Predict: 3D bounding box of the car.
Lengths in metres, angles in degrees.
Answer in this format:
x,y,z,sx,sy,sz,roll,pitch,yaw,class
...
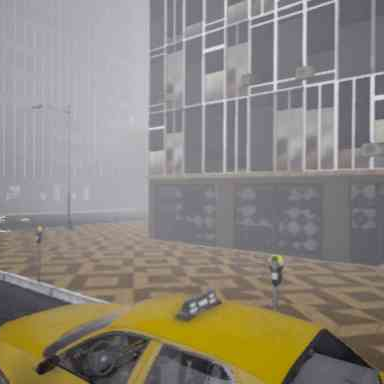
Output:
x,y,z,sx,sy,sz,roll,pitch,yaw,class
-0.160,1.513,2.835,4.829,1.417,1.752,1,0,36,car
